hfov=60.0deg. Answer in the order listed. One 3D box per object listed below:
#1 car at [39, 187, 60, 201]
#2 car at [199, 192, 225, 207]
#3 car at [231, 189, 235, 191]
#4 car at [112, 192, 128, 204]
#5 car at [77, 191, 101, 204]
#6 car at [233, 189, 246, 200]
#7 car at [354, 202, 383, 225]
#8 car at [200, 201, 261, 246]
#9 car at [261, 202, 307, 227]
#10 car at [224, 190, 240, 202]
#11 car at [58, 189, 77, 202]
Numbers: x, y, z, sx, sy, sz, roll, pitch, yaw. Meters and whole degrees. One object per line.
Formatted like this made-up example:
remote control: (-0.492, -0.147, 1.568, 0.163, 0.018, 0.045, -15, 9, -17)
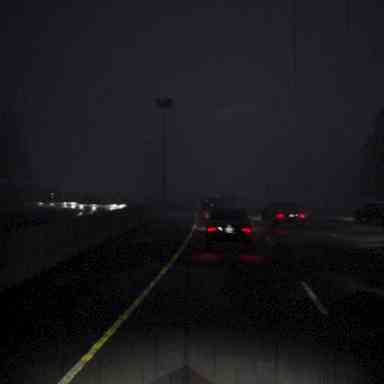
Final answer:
car: (-20.827, 0.255, 49.170, 2.150, 2.045, 5.566, 1, 1, -9)
car: (1.880, 1.027, 35.332, 2.128, 1.511, 4.902, 1, 1, -3)
car: (5.649, 0.738, 60.574, 1.837, 1.490, 4.892, 2, 0, -13)
car: (-9.647, 0.738, 44.849, 2.128, 1.511, 4.902, 1, 1, -7)
car: (-12.867, 0.764, 42.227, 1.812, 1.442, 4.674, 1, 1, -6)
car: (8.577, 0.434, 64.896, 2.150, 2.045, 5.566, 1, 0, -15)
car: (12.664, 1.387, 22.309, 1.812, 1.442, 4.674, 1, 1, 1)
car: (1.551, 1.368, 14.338, 2.033, 1.411, 5.357, 1, 1, 5)
car: (5.581, 1.332, 20.893, 2.033, 1.411, 5.357, 1, 1, 2)
car: (4.577, 0.910, 45.288, 1.882, 1.535, 5.008, 1, 1, -7)
car: (-17.096, 0.598, 47.656, 2.128, 1.511, 4.902, 1, 1, -8)
